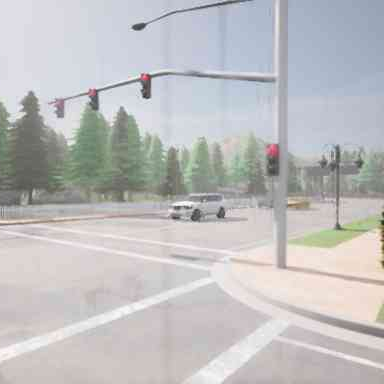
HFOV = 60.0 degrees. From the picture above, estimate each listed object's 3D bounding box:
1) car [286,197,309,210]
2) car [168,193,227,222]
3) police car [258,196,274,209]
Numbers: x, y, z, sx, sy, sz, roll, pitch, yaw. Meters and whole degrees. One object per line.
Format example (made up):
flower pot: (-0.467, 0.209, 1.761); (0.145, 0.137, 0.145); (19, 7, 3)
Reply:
car: (12.955, 1.373, 41.251); (1.882, 1.535, 5.008); (1, 0, 39)
car: (0.594, 1.104, 25.836); (2.150, 2.045, 5.566); (1, 0, 38)
police car: (10.331, 1.366, 43.573); (2.038, 1.542, 4.974); (1, 0, 38)
